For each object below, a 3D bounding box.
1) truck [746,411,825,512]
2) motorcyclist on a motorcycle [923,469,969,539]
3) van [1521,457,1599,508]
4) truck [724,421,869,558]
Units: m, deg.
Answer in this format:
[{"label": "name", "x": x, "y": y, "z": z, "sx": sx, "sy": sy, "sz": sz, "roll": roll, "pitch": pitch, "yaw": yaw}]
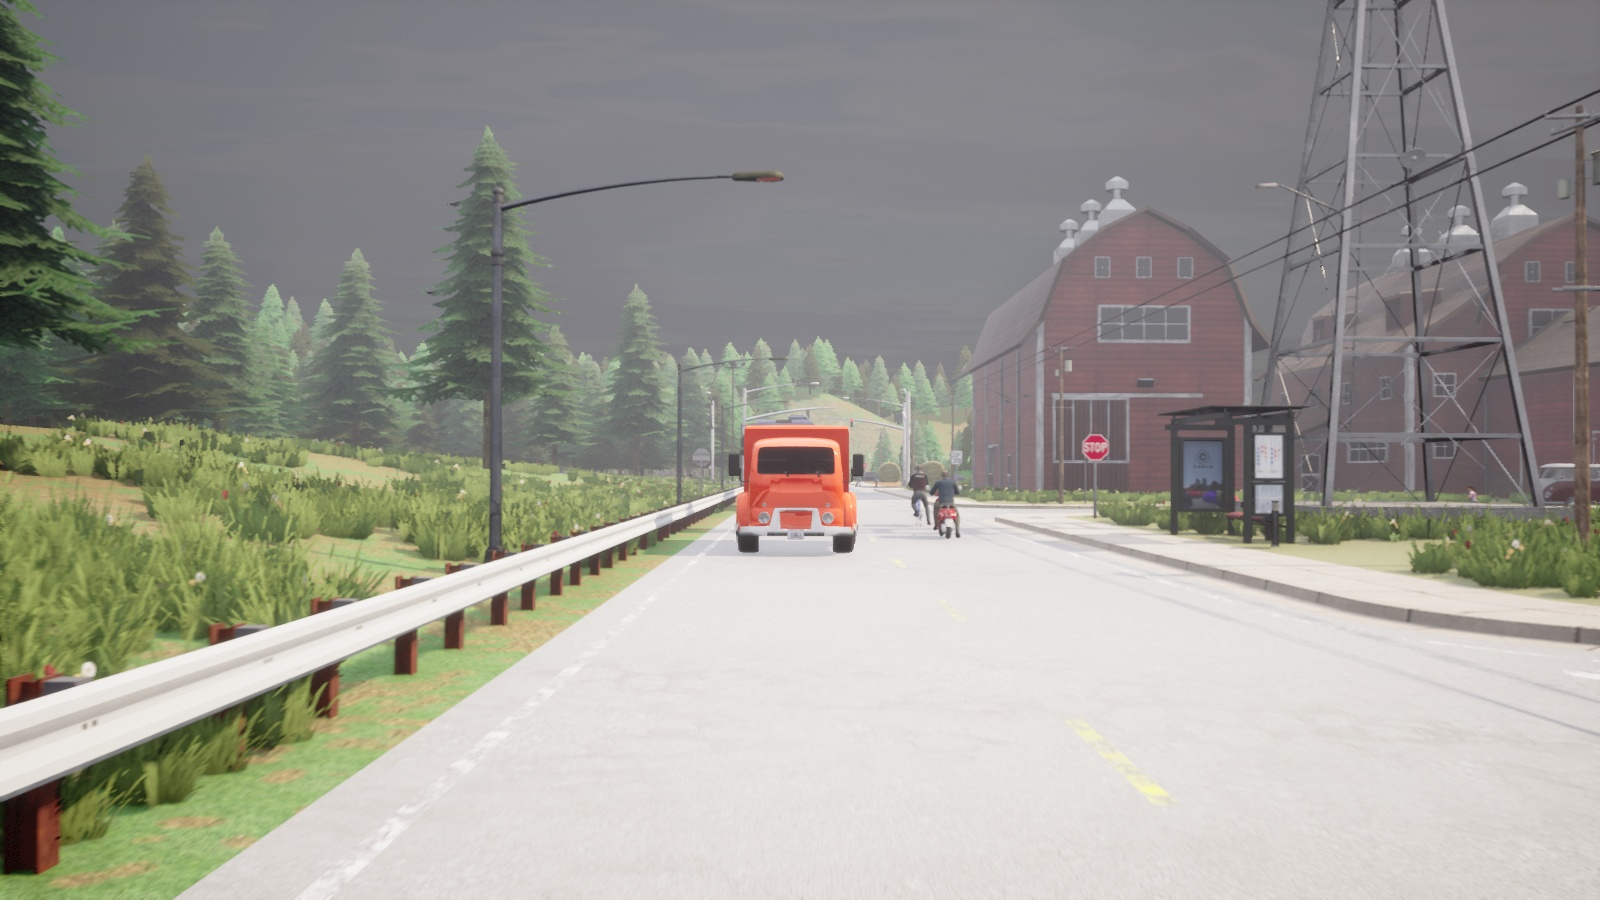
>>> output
[{"label": "truck", "x": -0.480, "y": 0.523, "z": 52.063, "sx": 2.891, "sy": 3.827, "sz": 8.468, "roll": -1, "pitch": -1, "yaw": 2}, {"label": "motorcyclist on a motorcycle", "x": 3.429, "y": 1.251, "z": 29.718, "sx": 0.866, "sy": 1.590, "sz": 1.817, "roll": 0, "pitch": -1, "yaw": 0}, {"label": "van", "x": 31.633, "y": 1.283, "z": 50.365, "sx": 4.442, "sy": 1.987, "sz": 1.775, "roll": 0, "pitch": -1, "yaw": -1}, {"label": "truck", "x": -0.067, "y": 0.752, "z": 25.347, "sx": 2.627, "sy": 2.467, "sz": 5.204, "roll": 0, "pitch": -1, "yaw": 0}]
